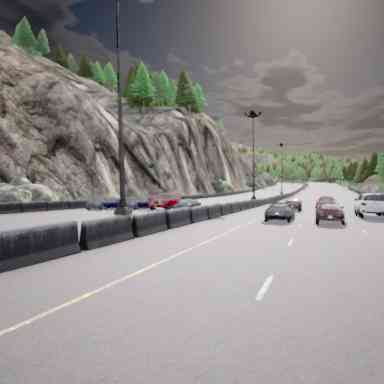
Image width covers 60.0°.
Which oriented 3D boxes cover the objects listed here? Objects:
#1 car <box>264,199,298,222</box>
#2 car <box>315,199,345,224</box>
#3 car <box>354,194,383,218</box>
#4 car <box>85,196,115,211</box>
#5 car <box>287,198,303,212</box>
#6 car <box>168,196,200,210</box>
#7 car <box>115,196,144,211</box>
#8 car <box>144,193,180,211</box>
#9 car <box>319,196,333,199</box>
[{"bbox_3d":[6.836,1.503,25.711,1.994,1.385,4.181,0,0,21],"label":"car"},{"bbox_3d":[9.933,1.468,24.036,1.812,1.442,4.674,0,0,21],"label":"car"},{"bbox_3d":[15.714,1.152,29.298,2.150,2.045,5.566,0,0,21],"label":"car"},{"bbox_3d":[-10.572,1.261,39.461,2.097,1.767,4.553,0,0,21],"label":"car"},{"bbox_3d":[11.548,1.400,37.969,2.128,1.511,4.902,0,0,21],"label":"car"},{"bbox_3d":[-0.492,1.441,36.418,1.812,1.442,4.674,0,0,21],"label":"car"},{"bbox_3d":[-6.717,1.260,39.719,2.097,1.767,4.553,0,0,21],"label":"car"},{"bbox_3d":[-3.051,1.131,39.493,2.150,2.045,5.566,0,0,21],"label":"car"},{"bbox_3d":[14.587,1.266,36.130,2.097,1.767,4.553,0,0,21],"label":"car"}]
